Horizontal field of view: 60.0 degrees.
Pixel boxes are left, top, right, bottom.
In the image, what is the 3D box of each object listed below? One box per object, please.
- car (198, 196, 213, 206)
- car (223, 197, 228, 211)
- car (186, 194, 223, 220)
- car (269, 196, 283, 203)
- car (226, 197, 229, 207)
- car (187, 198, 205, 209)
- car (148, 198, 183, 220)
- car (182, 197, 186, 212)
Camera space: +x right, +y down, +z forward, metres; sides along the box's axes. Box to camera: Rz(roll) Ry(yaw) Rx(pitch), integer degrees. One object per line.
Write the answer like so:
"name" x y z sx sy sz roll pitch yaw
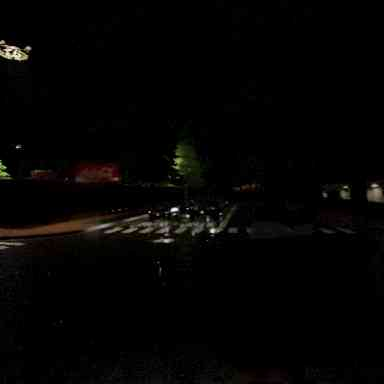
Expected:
"car" 2.372 1.525 57.519 1.882 1.535 5.008 -1 0 10
"car" 2.791 1.614 38.790 1.895 1.301 4.718 -1 0 9
"car" 1.230 1.246 29.031 2.150 2.045 5.566 -1 0 9
"car" 16.687 1.397 66.126 1.994 1.385 4.181 -1 0 29
"car" 4.385 1.508 48.611 1.837 1.490 4.892 -1 0 10
"car" 0.624 1.623 47.384 1.994 1.385 4.181 -1 0 9
"car" -2.348 1.583 28.755 1.837 1.490 4.892 -1 0 9
"car" -0.949 1.422 37.612 2.097 1.767 4.553 -1 0 9
